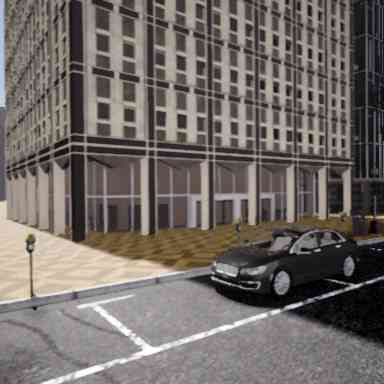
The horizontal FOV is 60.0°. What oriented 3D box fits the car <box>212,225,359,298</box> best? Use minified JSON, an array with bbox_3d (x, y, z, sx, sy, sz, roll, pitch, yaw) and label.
[{"bbox_3d":[2.485,1.539,8.349,4.403,1.369,2.008,0,0,-36],"label":"car"}]
